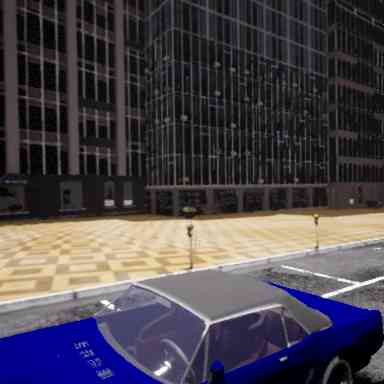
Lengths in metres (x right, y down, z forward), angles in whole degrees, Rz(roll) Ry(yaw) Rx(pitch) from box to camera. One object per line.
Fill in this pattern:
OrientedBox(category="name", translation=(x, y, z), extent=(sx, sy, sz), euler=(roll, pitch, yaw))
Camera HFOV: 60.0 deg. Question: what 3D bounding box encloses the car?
OrientedBox(category="car", translation=(-0.159, 1.600, 3.263), extent=(4.718, 1.301, 1.895), euler=(0, 0, -36))
